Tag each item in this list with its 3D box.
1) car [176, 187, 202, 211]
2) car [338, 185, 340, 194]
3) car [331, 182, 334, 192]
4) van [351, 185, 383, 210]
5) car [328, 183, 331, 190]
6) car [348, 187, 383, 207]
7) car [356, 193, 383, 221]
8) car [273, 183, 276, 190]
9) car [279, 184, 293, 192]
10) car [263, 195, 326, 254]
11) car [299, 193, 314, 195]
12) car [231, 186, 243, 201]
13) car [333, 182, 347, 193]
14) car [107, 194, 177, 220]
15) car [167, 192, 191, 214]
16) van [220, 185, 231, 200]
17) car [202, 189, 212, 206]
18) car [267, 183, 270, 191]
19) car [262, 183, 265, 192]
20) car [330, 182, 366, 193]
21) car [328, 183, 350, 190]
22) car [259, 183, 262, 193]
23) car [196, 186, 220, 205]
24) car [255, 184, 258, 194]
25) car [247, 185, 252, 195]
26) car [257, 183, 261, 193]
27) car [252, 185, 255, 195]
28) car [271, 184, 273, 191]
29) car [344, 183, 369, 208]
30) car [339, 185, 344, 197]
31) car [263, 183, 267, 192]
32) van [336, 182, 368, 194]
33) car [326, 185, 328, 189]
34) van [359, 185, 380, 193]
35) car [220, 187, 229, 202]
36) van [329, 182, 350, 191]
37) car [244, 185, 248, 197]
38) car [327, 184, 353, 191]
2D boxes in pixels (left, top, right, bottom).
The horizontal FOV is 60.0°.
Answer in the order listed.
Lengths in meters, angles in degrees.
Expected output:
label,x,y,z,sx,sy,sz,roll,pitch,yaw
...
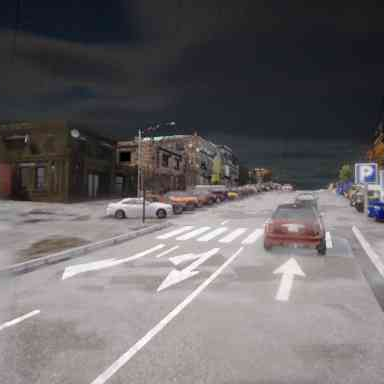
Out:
label,x,y,z,sx,sy,sz,roll,pitch,yaw
car,-1.686,0.748,29.265,4.553,1.767,2.185,-2,2,0
car,21.606,0.168,41.892,4.792,1.488,2.163,0,2,1
car,24.771,-0.444,50.336,5.566,2.045,2.435,0,2,0
van,16.021,0.463,27.884,4.442,1.987,1.878,0,2,2
car,27.633,-0.518,58.782,5.366,1.575,1.946,0,2,0
car,17.203,0.453,30.685,4.553,1.767,2.185,0,2,1
car,12.844,1.018,19.529,5.008,1.535,2.097,0,2,2
car,16.229,-1.164,78.962,5.566,2.045,2.435,-1,1,0
car,21.094,-0.970,73.526,2.097,1.767,4.553,0,1,20
car,4.171,1.217,13.267,2.097,1.767,4.553,0,2,20
car,9.410,0.838,27.394,1.812,1.442,4.674,0,2,20
car,3.408,0.332,43.141,5.366,1.575,1.946,-2,1,0
car,22.675,-0.224,44.698,5.566,2.045,2.435,0,2,1
car,-3.679,1.128,23.714,4.674,1.452,2.002,-2,1,-1
car,-2.667,1.010,26.496,4.792,1.488,2.163,-2,1,0
van,2.109,0.225,40.369,4.442,1.987,1.878,-2,2,0
car,-0.757,0.798,32.049,4.792,1.488,2.163,-2,2,0
car,13.229,-0.686,70.715,5.008,1.535,2.097,-1,2,0
car,11.203,-0.462,65.217,4.674,1.452,2.002,-2,1,0
car,28.874,-0.865,61.585,5.566,2.045,2.435,0,2,0
car,37.124,-1.304,84.037,4.553,1.767,2.185,0,1,1
car,10.226,-0.528,62.447,4.553,1.767,2.185,-2,2,0
car,0.285,0.534,34.821,4.553,1.767,2.185,-2,2,0
car,8.202,-0.190,56.936,4.892,1.521,2.231,-2,2,0
car,6.192,0.021,51.427,5.008,1.535,2.097,-2,1,0
car,9.201,-0.298,59.696,5.008,1.535,2.097,-2,2,0
car,7.200,-0.084,54.182,4.892,1.521,2.231,-2,2,0
car,15.064,-0.844,76.223,5.366,1.575,1.946,-1,1,0
car,15.012,0.548,25.091,5.566,2.045,2.435,0,2,2
car,20.510,0.249,39.078,4.892,1.521,2.231,0,2,1
car,12.239,-0.722,67.953,4.553,1.767,2.185,-2,2,0
van,26.910,-0.637,55.963,4.442,1.987,1.878,0,2,0
car,31.760,-0.877,70.011,5.366,1.575,1.946,0,2,0
van,14.061,0.683,22.307,4.442,1.987,1.878,0,2,2
car,1.239,0.553,37.610,5.008,1.535,2.097,-2,1,0
van,35.991,-1.357,81.223,4.442,1.987,1.878,0,1,1
car,5.235,0.157,48.664,4.792,1.488,2.163,-2,1,0
car,34.878,-1.078,78.423,5.366,1.575,1.946,0,2,0
